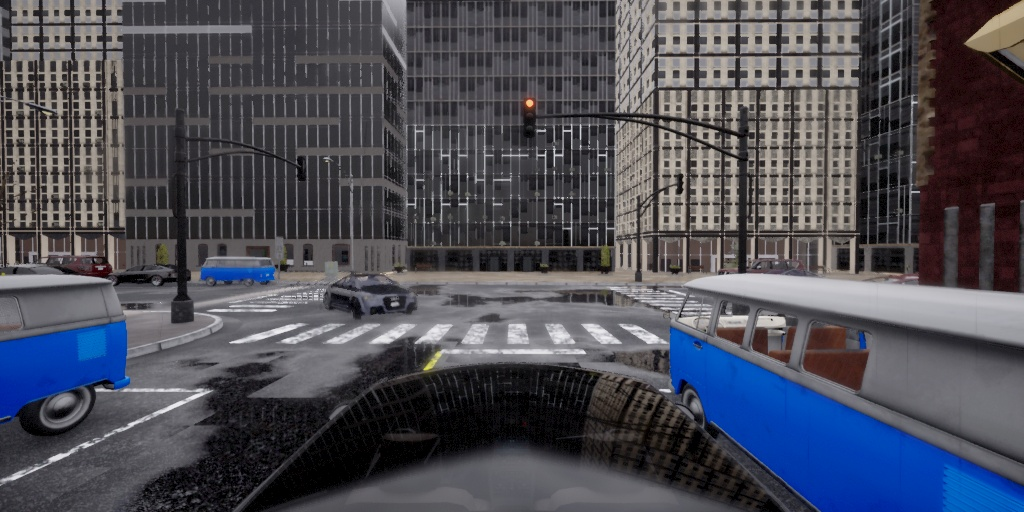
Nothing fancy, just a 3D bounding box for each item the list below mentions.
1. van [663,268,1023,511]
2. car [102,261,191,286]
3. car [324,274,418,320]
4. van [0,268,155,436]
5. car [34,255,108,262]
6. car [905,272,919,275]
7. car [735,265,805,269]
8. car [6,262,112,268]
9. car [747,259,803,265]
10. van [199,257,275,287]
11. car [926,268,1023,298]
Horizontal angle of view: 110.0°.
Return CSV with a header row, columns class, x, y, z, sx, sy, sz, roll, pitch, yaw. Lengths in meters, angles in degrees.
class,x,y,z,sx,sy,sz,roll,pitch,yaw
van,2.691,1.090,2.782,1.690,1.789,3.998,0,0,0
car,-22.618,1.150,22.423,4.313,1.339,1.948,0,0,1
car,-5.158,1.353,12.953,4.181,1.385,1.994,1,0,45
van,-5.690,1.090,2.836,1.690,1.789,3.998,0,0,0
car,-28.141,0.874,22.473,5.009,1.841,2.192,0,0,1
car,15.216,1.437,13.703,4.507,1.381,1.888,0,0,1
car,14.801,1.372,19.486,4.181,1.385,1.994,0,1,1
car,-21.799,1.174,16.613,4.892,1.490,1.837,0,1,1
car,15.292,1.089,22.082,5.009,1.841,2.192,0,0,1
van,-17.096,0.951,22.373,3.998,1.789,1.690,0,0,1
car,26.264,1.417,19.383,5.357,1.411,2.033,0,1,0
